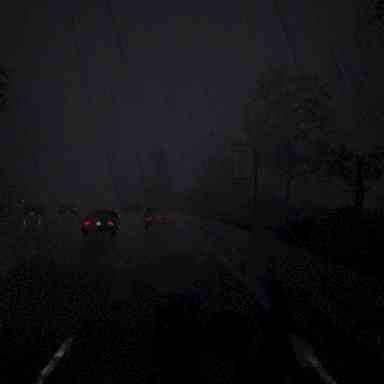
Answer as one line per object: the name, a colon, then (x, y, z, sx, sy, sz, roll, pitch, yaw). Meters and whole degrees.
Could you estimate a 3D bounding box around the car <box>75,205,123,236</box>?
car: (-5.357, 1.724, 19.845, 2.033, 1.411, 5.357, 0, 0, -11)

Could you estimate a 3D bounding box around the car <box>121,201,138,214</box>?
car: (-7.548, 1.850, 40.837, 2.128, 1.511, 4.902, 0, 0, -20)

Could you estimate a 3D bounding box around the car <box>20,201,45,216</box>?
car: (-17.236, 1.923, 36.423, 1.895, 1.301, 4.718, 0, -1, -20)

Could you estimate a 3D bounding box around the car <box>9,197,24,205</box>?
car: (-37.975, 1.864, 72.059, 2.097, 1.767, 4.553, 1, -1, -41)

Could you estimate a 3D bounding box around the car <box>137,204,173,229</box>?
car: (-2.530, 1.752, 23.466, 2.033, 1.411, 5.357, 0, 0, -11)

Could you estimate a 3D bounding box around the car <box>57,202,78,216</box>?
car: (-13.728, 1.851, 36.896, 1.812, 1.442, 4.674, 0, -1, -19)

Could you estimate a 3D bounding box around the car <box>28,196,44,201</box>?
car: (-34.513, 1.831, 73.415, 2.150, 2.045, 5.566, 1, -1, -41)
